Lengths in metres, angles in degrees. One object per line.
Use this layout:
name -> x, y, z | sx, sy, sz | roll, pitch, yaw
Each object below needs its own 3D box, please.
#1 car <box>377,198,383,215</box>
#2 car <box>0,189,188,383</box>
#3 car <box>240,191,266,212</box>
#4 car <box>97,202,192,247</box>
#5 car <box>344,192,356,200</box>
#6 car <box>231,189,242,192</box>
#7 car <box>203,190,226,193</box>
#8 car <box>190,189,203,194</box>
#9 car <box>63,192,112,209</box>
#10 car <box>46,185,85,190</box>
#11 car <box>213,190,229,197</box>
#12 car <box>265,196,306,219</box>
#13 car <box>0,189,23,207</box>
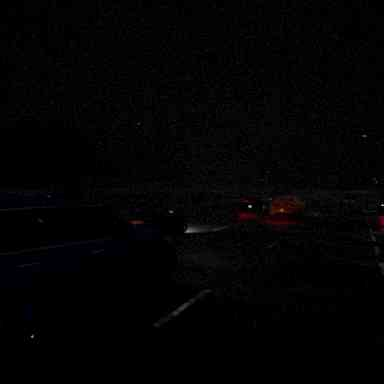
car -> 16.310, 1.143, 27.209 | 1.812, 1.442, 4.674 | 1, 2, 26
car -> -2.361, 1.066, 5.299 | 2.150, 2.045, 5.566 | 1, 1, 27
car -> 5.917, 0.914, 29.876 | 1.837, 1.490, 4.892 | 1, 2, 26
car -> -1.842, 1.225, 14.236 | 1.994, 1.385, 4.181 | 1, 1, 26
car -> 28.658, 0.834, 60.219 | 1.895, 1.301, 4.718 | 1, 1, 26
car -> 9.240, 0.250, 68.313 | 1.837, 1.490, 4.892 | 1, 1, 26
car -> 3.789, 0.467, 49.637 | 1.812, 1.442, 4.674 | 1, 1, 26
car -> 1.102, 0.157, 67.671 | 1.994, 1.385, 4.181 | 1, 1, 27
car -> -9.545, 0.738, 30.652 | 1.994, 1.385, 4.181 | 1, 2, 26
car -> -12.635, 0.314, 32.284 | 2.150, 2.045, 5.566 | 1, 2, 26
car -> 6.087, 0.222, 69.832 | 1.994, 1.385, 4.181 | 1, 1, 26
car -> 7.135, 1.033, 24.456 | 1.882, 1.535, 5.008 | 1, 2, 26
car -> -17.898, 0.559, 29.559 | 1.882, 1.535, 5.008 | 1, 2, 26
